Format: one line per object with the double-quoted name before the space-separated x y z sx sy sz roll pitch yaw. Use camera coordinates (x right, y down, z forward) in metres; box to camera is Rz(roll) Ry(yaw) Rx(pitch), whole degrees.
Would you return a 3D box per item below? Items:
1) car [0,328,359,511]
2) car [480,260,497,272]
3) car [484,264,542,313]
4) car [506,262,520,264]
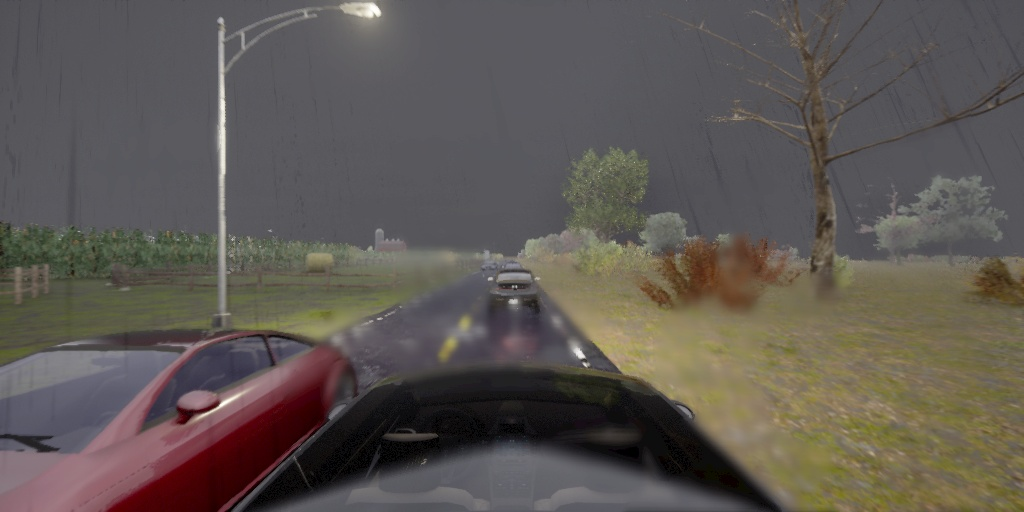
"car" -2.851 1.312 2.669 1.994 1.385 4.181 0 0 0
"car" -2.840 1.257 45.357 1.994 1.385 4.181 0 0 0
"car" 0.098 1.230 13.834 1.837 1.490 4.892 0 0 0
"car" 0.098 1.248 32.660 2.033 1.411 5.357 0 0 0
